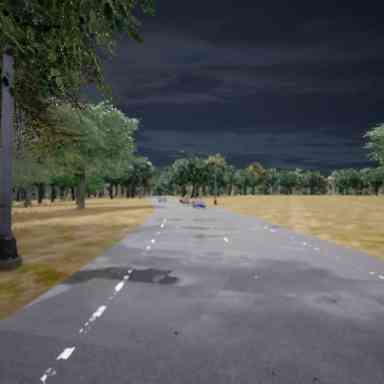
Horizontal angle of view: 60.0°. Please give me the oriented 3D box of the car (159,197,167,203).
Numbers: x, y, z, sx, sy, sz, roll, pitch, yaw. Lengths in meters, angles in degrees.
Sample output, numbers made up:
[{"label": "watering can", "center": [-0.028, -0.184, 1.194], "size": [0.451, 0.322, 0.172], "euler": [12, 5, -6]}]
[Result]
[{"label": "car", "center": [-7.661, 1.989, 87.029], "size": [2.128, 1.511, 4.902], "euler": [1, 0, -9]}]

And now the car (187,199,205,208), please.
[{"label": "car", "center": [0.939, 1.853, 53.571], "size": [2.033, 1.411, 5.357], "euler": [1, 0, -7]}]

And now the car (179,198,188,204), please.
[{"label": "car", "center": [-1.708, 1.948, 72.110], "size": [2.128, 1.511, 4.902], "euler": [1, -1, -9]}]
